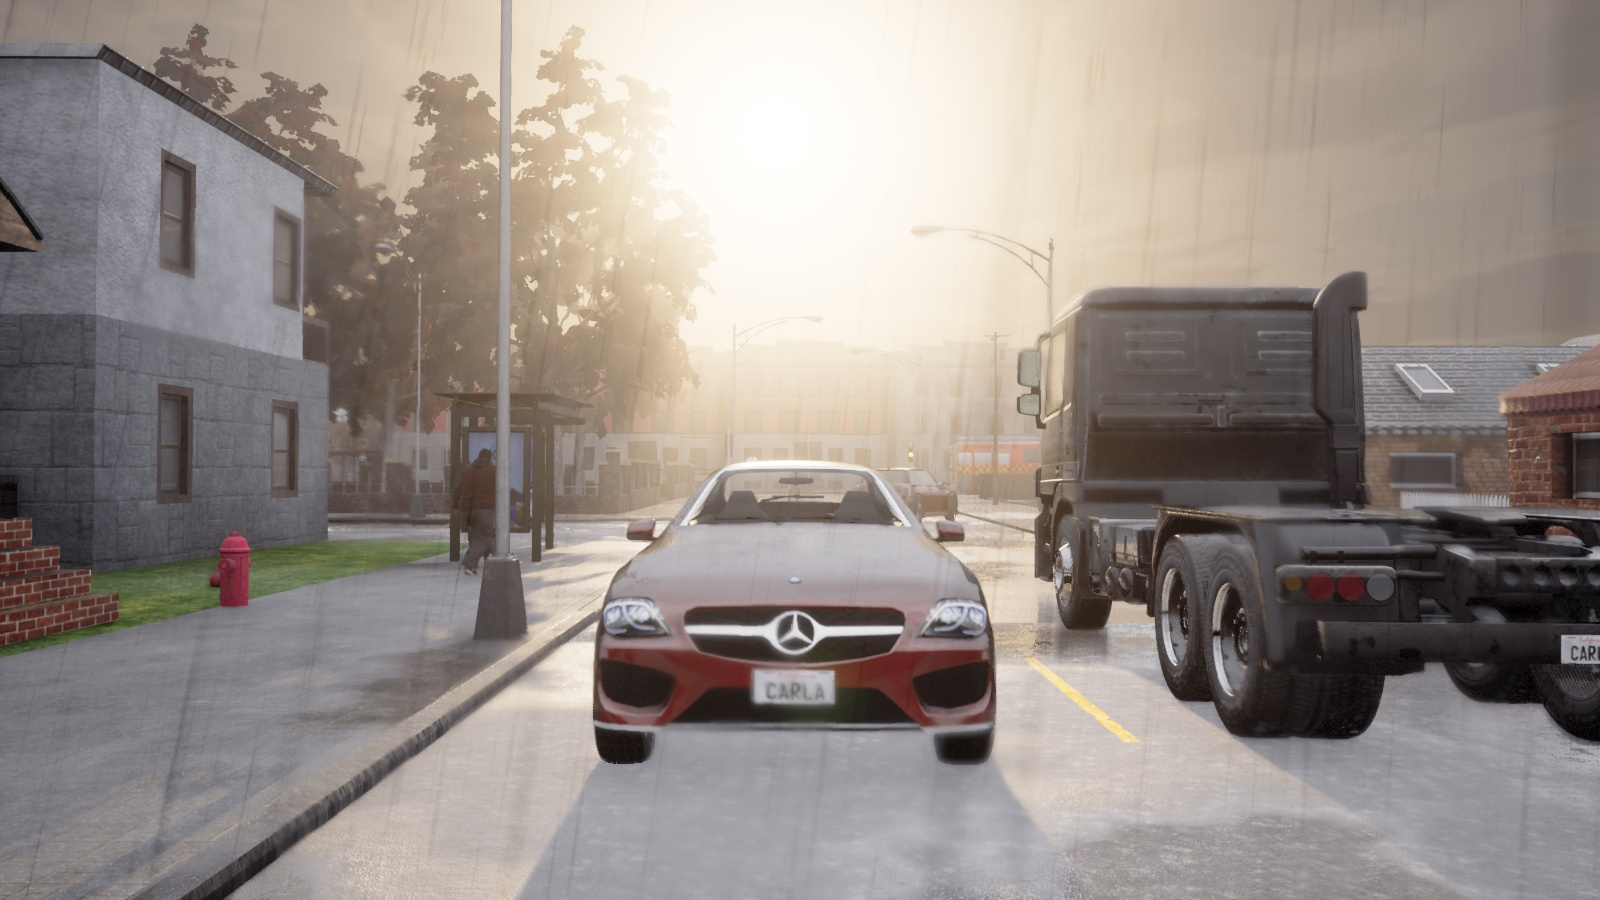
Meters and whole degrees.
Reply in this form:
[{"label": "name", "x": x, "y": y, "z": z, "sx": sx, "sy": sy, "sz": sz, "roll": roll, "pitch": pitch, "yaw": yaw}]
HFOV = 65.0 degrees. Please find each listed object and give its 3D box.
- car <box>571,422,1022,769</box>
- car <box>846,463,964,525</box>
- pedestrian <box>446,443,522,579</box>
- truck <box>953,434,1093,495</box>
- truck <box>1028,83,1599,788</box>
[{"label": "car", "x": -0.023, "y": 0.736, "z": 8.530, "sx": 2.152, "sy": 1.651, "sz": 5.027, "roll": 0, "pitch": -1, "yaw": 0}, {"label": "car", "x": 3.302, "y": 1.307, "z": 38.624, "sx": 2.097, "sy": 1.767, "sz": 4.553, "roll": -1, "pitch": -1, "yaw": 26}, {"label": "pedestrian", "x": -4.395, "y": 0.835, "z": 17.493, "sx": 0.634, "sy": 1.844, "sz": 0.899, "roll": -1, "pitch": -1, "yaw": 19}, {"label": "truck", "x": 14.347, "y": 0.952, "z": 81.133, "sx": 8.468, "sy": 3.827, "sz": 2.891, "roll": 0, "pitch": -1, "yaw": -2}, {"label": "truck", "x": 3.956, "y": -0.013, "z": 10.135, "sx": 2.891, "sy": 3.462, "sz": 7.936, "roll": 0, "pitch": -1, "yaw": 1}]
